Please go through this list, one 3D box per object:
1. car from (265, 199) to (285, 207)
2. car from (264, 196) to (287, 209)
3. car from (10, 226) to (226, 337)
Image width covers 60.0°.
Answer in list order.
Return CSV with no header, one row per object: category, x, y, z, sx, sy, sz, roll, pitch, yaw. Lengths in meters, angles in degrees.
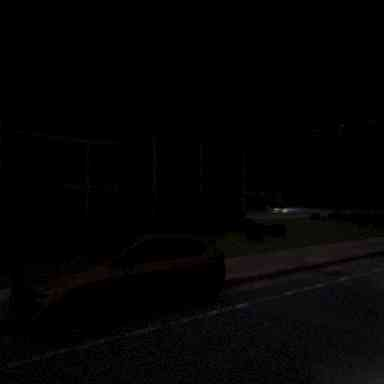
car,15.768,2.098,63.312,1.837,1.490,4.892,1,-1,-9
car,13.735,1.726,55.711,2.150,2.045,5.566,1,-1,-14
car,-1.229,1.486,6.645,4.193,1.474,1.816,1,5,-38
